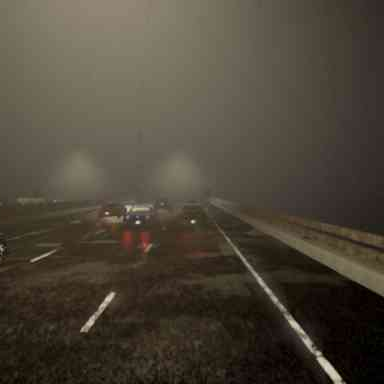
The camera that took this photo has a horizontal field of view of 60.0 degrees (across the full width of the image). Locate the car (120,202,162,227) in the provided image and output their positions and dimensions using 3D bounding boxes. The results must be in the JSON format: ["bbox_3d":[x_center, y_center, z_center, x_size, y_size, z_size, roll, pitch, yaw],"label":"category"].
[{"bbox_3d":[-3.436,1.649,23.312,1.895,1.301,4.718,0,0,0],"label":"car"}]

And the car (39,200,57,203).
[{"bbox_3d":[-17.632,1.651,40.781,1.994,1.385,4.181,0,0,0],"label":"car"}]

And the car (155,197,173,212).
[{"bbox_3d":[-3.463,1.433,40.595,2.097,1.767,4.553,0,0,0],"label":"car"}]

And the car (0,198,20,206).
[{"bbox_3d":[-21.140,1.433,37.208,2.097,1.767,4.553,0,0,0],"label":"car"}]

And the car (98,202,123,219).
[{"bbox_3d":[-6.946,1.587,29.430,1.812,1.442,4.674,0,0,0],"label":"car"}]

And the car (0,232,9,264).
[{"bbox_3d":[-6.914,1.512,8.984,2.128,1.511,4.902,0,0,0],"label":"car"}]

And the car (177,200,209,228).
[{"bbox_3d":[0.064,1.551,22.600,1.837,1.490,4.892,0,0,0],"label":"car"}]
